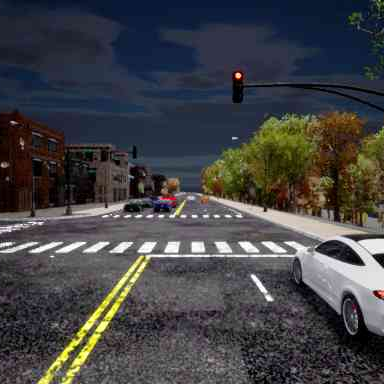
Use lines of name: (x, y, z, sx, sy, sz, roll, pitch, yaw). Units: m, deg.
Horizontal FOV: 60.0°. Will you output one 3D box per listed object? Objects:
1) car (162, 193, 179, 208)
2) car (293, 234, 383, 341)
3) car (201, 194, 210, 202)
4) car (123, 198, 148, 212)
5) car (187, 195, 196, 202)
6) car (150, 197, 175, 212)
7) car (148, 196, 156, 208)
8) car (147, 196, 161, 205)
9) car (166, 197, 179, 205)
car: (-3.379, 1.216, 48.320, 2.150, 2.045, 5.566, 0, 0, -1)
car: (3.352, 1.525, 6.343, 1.812, 1.442, 4.674, 0, 0, 2)
car: (3.156, 1.347, 77.503, 2.097, 1.767, 4.553, 0, 0, 0)
car: (-6.603, 1.595, 38.420, 1.895, 1.301, 4.718, 0, 0, 0)
car: (-0.098, 1.517, 78.864, 1.812, 1.442, 4.674, 0, 0, 0)
car: (-3.353, 1.595, 38.429, 1.895, 1.301, 4.718, 0, 0, 0)
car: (-6.627, 1.541, 48.206, 2.033, 1.411, 5.357, 0, 0, -1)
car: (-6.628, 1.519, 58.244, 1.812, 1.442, 4.674, 0, 0, 0)
car: (-3.379, 1.557, 58.370, 1.994, 1.385, 4.181, 0, 0, 0)
